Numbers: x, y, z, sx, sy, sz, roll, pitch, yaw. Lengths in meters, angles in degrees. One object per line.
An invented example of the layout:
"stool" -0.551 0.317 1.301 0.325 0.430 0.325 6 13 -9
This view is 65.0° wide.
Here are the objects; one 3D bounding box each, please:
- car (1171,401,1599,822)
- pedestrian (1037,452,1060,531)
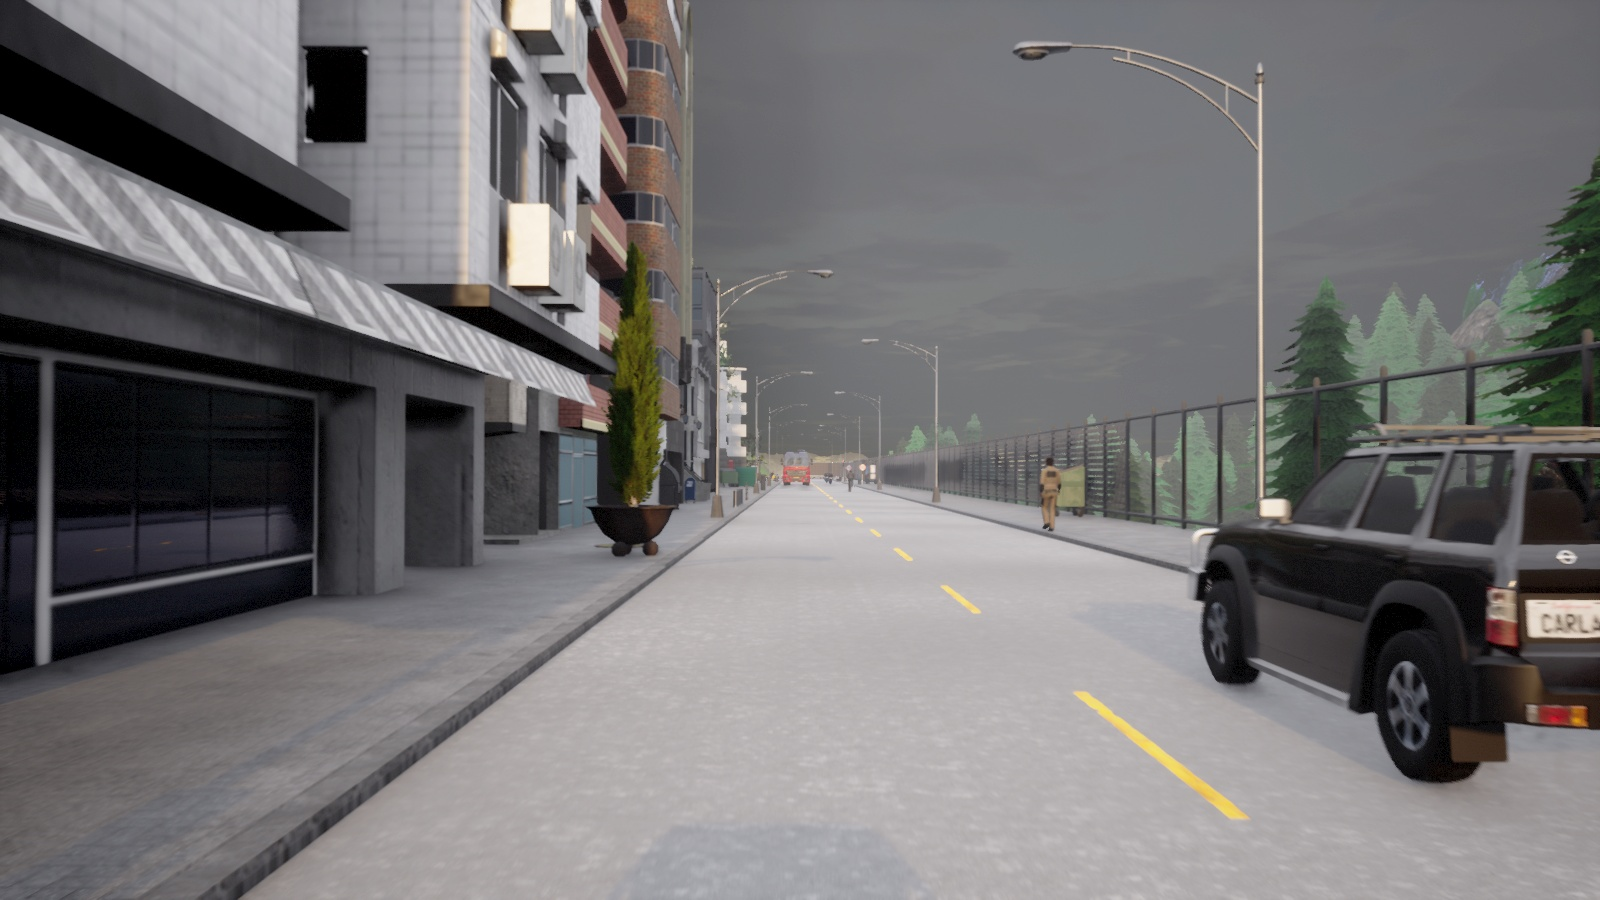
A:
"car" 3.977 0.747 7.860 1.932 1.855 4.605 0 -1 0
"pedestrian" 6.097 1.016 30.838 0.396 1.930 0.692 0 -1 -3
